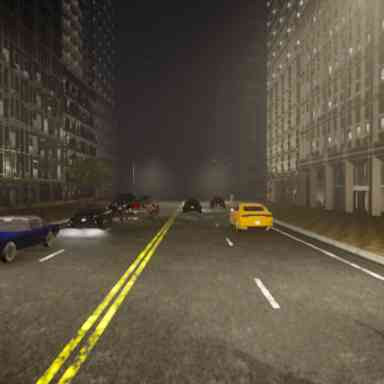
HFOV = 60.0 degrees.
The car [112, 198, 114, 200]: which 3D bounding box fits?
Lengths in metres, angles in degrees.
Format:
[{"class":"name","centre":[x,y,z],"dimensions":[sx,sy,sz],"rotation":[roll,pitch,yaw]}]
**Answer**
[{"class":"car","centre":[-6.465,1.104,32.721],"dimensions":[2.150,2.045,5.566],"rotation":[0,0,0]}]

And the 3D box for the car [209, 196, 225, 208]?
[{"class":"car","centre":[3.377,1.344,44.767],"dimensions":[1.837,1.490,4.892],"rotation":[0,1,0]}]

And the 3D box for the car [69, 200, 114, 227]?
[{"class":"car","centre":[-6.495,1.485,21.972],"dimensions":[1.994,1.385,4.181],"rotation":[0,0,1]}]

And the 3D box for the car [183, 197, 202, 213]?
[{"class":"car","centre":[0.043,1.439,34.765],"dimensions":[1.994,1.385,4.181],"rotation":[0,0,0]}]

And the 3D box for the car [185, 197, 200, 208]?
[{"class":"car","centre":[0.074,1.394,46.558],"dimensions":[1.994,1.385,4.181],"rotation":[0,0,0]}]

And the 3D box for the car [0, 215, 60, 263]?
[{"class":"car","centre":[-6.562,1.557,11.968],"dimensions":[1.895,1.301,4.718],"rotation":[0,0,0]}]

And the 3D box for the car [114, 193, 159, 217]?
[{"class":"car","centre":[-3.228,0.894,21.175],"dimensions":[2.097,1.767,4.553],"rotation":[0,0,0]}]

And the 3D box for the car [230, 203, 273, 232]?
[{"class":"car","centre":[3.374,1.408,19.571],"dimensions":[1.882,1.535,5.008],"rotation":[0,0,0]}]
